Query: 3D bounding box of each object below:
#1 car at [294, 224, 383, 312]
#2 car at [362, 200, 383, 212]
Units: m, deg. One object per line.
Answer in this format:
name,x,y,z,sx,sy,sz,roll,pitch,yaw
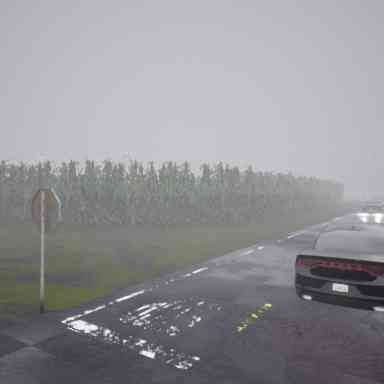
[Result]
car,3.892,1.481,7.736,1.882,1.535,5.008,0,0,33
car,21.002,1.623,38.589,1.895,1.301,4.718,0,0,33
